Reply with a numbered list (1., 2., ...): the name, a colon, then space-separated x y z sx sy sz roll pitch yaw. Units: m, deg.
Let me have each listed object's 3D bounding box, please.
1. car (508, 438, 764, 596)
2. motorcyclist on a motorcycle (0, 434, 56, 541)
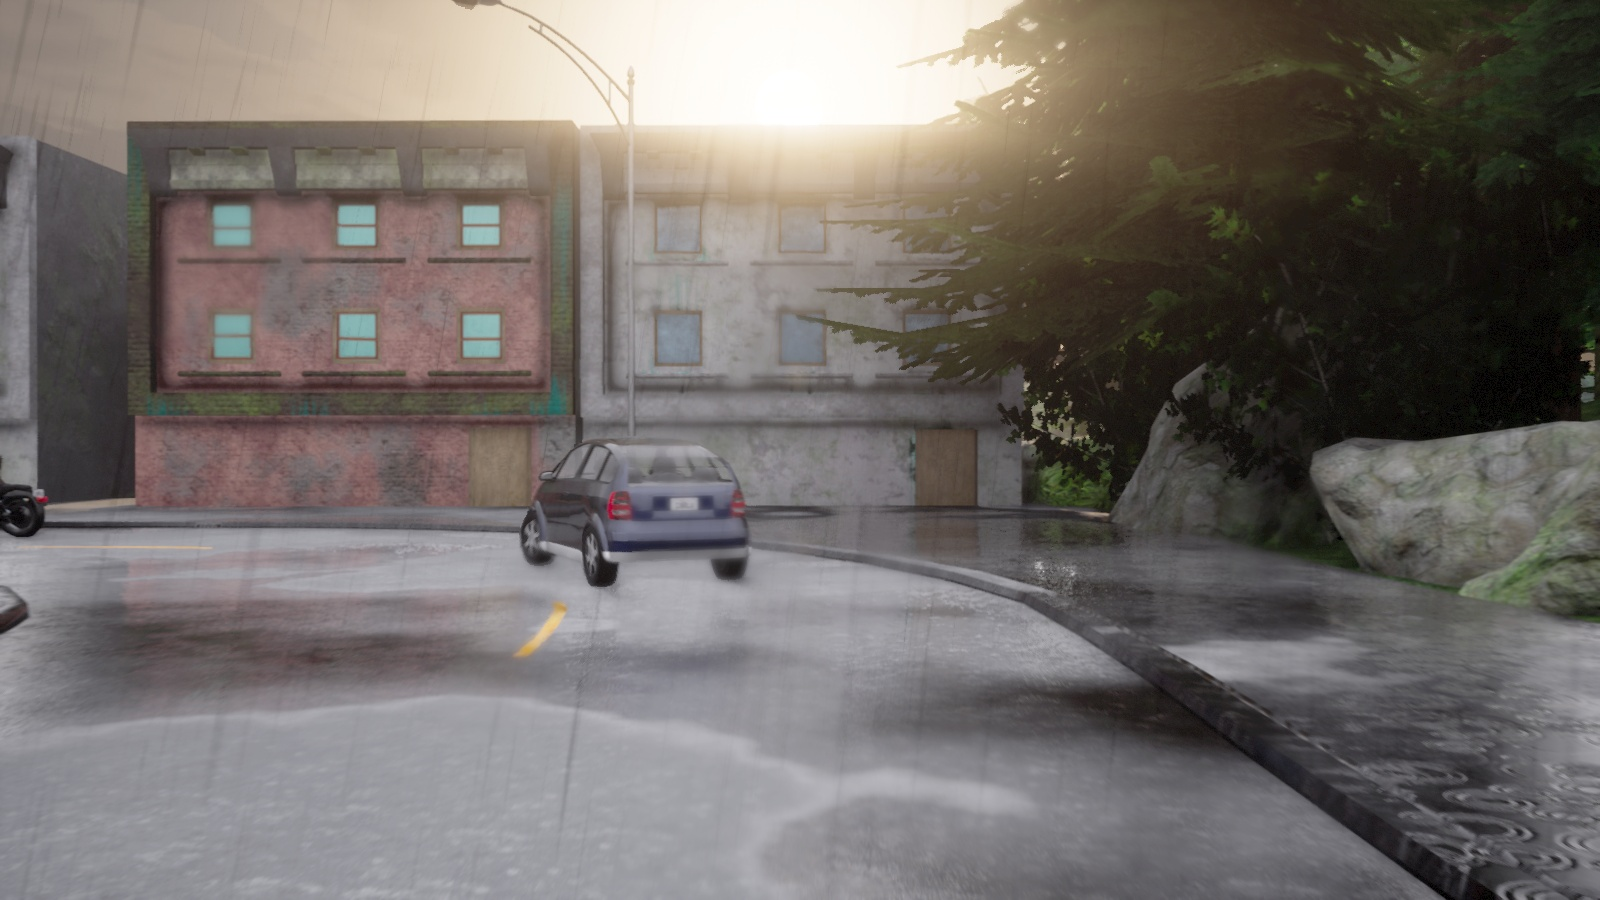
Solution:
1. car: -2.006 0.644 14.374 1.789 1.549 3.705 0 0 -26
2. motorcyclist on a motorcycle: -13.187 0.572 19.925 2.350 1.649 0.766 1 0 3
